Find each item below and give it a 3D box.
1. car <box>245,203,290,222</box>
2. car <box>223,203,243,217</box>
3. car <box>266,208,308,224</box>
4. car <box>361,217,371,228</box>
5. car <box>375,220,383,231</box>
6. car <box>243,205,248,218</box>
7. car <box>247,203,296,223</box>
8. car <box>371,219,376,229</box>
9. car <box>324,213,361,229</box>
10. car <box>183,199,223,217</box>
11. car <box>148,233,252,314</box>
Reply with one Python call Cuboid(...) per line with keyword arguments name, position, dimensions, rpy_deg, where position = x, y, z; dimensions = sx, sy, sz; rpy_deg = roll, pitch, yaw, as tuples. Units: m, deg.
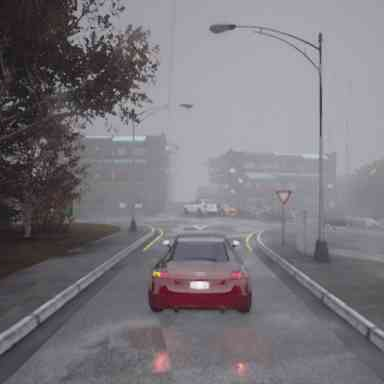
Cuboid(name="car", position=(9.787, 2.620, 43.633), dimensions=(2.435, 2.045, 5.566), rpy_deg=(7, -3, -32))
Cuboid(name="car", position=(3.841, 2.216, 42.446), dimensions=(2.185, 1.767, 4.553), rpy_deg=(4, -3, -32))
Cuboid(name="car", position=(12.605, 3.148, 44.398), dimensions=(1.946, 1.575, 5.366), rpy_deg=(6, -3, -31))
Cuboid(name="car", position=(21.546, 4.037, 45.973), dimensions=(2.002, 1.452, 4.674), rpy_deg=(6, -3, -31))
Cuboid(name="car", position=(25.941, 4.281, 41.507), dimensions=(4.674, 1.442, 1.812), rpy_deg=(6, -2, -11))
Cuboid(name="car", position=(6.802, 2.460, 43.010), dimensions=(2.185, 1.767, 4.553), rpy_deg=(6, -3, -32))
Cuboid(name="car", position=(9.183, 2.504, 38.174), dimensions=(4.553, 1.767, 2.097), rpy_deg=(5, -2, -11))
Cuboid(name="car", position=(24.505, 4.319, 46.552), dimensions=(2.002, 1.452, 4.674), rpy_deg=(7, -3, -31))
Cuboid(name="car", position=(14.615, 3.015, 34.749), dimensions=(4.902, 1.511, 2.128), rpy_deg=(6, -2, -22))
Cuboid(name="car", position=(0.974, 1.931, 41.794), dimensions=(2.435, 2.045, 5.566), rpy_deg=(1, -2, -31))
Cuboid(name="car", position=(0.211, 1.644, 7.851), dimensions=(1.994, 1.385, 4.181), rpy_deg=(0, -1, 2))
